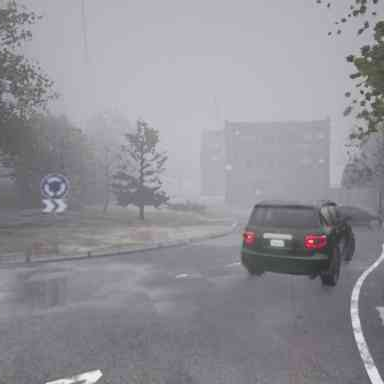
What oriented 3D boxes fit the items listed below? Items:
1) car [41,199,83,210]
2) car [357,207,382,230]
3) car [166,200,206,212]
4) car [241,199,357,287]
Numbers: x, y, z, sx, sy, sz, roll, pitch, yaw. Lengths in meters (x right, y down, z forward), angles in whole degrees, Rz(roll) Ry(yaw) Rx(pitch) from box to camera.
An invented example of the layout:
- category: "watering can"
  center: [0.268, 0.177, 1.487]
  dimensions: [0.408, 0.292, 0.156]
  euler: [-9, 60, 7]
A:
- category: "car"
  center: [-16.365, 1.596, 42.004]
  dimensions: [4.892, 1.490, 1.837]
  euler: [1, 0, -11]
- category: "car"
  center: [9.104, 1.501, 19.923]
  dimensions: [4.892, 1.490, 1.837]
  euler: [0, -2, -21]
- category: "car"
  center: [-0.728, 1.623, 38.353]
  dimensions: [4.718, 1.301, 1.895]
  euler: [0, 0, 40]
- category: "car"
  center: [3.310, 1.227, 9.762]
  dimensions: [2.150, 2.045, 5.566]
  euler: [0, 0, 31]
